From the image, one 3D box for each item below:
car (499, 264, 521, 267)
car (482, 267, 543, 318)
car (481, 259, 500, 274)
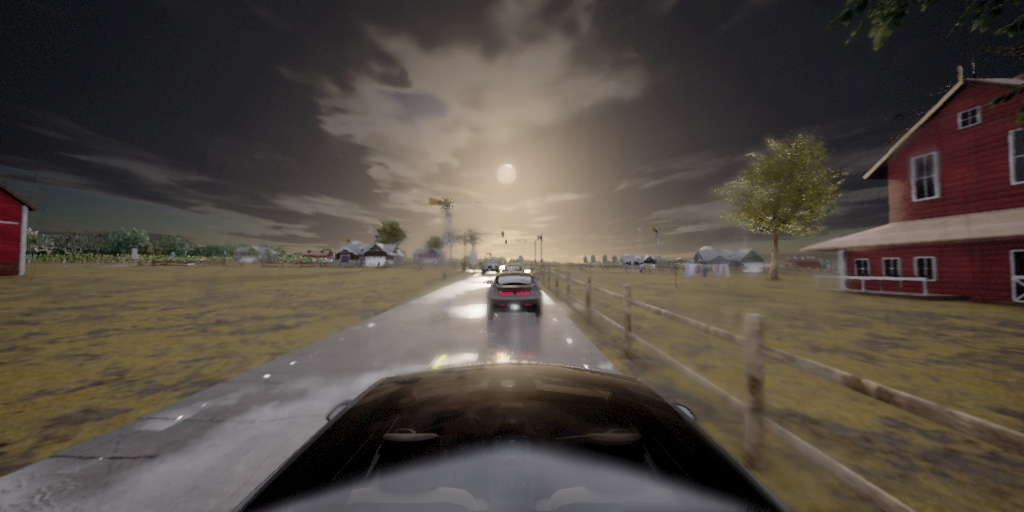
[{"bbox_3d":[0.107,1.461,30.438,1.837,1.490,4.892,0,-1,0],"label":"car"},{"bbox_3d":[0.099,1.316,13.222,1.837,1.490,4.892,0,0,0],"label":"car"},{"bbox_3d":[-2.740,1.354,46.726,2.150,2.045,5.566,0,-1,0],"label":"car"}]
